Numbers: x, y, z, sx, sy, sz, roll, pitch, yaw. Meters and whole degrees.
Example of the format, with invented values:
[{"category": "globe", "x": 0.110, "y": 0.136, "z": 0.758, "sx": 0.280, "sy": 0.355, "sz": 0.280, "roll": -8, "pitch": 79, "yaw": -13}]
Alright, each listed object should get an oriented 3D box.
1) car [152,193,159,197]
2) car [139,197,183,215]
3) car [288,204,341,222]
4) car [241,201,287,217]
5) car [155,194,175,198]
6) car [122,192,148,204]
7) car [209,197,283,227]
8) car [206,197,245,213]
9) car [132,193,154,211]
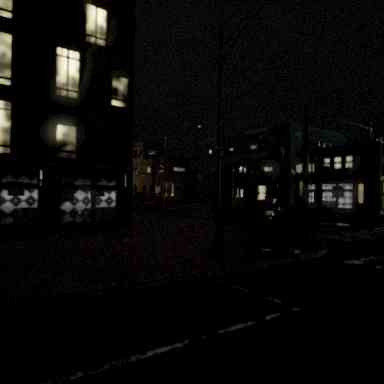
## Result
[{"category": "car", "x": -6.178, "y": 1.094, "z": 50.451, "sx": 2.192, "sy": 1.841, "sz": 5.009, "roll": 2, "pitch": -1, "yaw": -36}, {"category": "car", "x": -3.078, "y": 1.430, "z": 32.081, "sx": 1.802, "sy": 1.307, "sz": 4.206, "roll": 2, "pitch": -1, "yaw": -36}, {"category": "car", "x": 10.245, "y": 1.678, "z": 28.112, "sx": 1.887, "sy": 1.381, "sz": 4.507, "roll": 2, "pitch": -1, "yaw": -36}, {"category": "car", "x": 6.958, "y": 1.645, "z": 32.578, "sx": 1.802, "sy": 1.307, "sz": 4.206, "roll": 2, "pitch": -1, "yaw": -36}, {"category": "car", "x": -2.900, "y": 1.402, "z": 45.982, "sx": 2.008, "sy": 1.369, "sz": 4.403, "roll": 2, "pitch": -1, "yaw": -36}, {"category": "car", "x": -9.465, "y": 1.020, "z": 54.921, "sx": 2.192, "sy": 1.841, "sz": 5.009, "roll": 2, "pitch": 0, "yaw": -36}, {"category": "car", "x": 3.504, "y": 1.302, "z": 23.148, "sx": 2.192, "sy": 1.841, "sz": 5.009, "roll": 2, "pitch": -1, "yaw": -36}, {"category": "car", "x": 3.675, "y": 1.434, "z": 37.049, "sx": 1.967, "sy": 1.590, "sz": 4.097, "roll": 2, "pitch": -1, "yaw": -36}, {"category": "car", "x": -6.359, "y": 1.218, "z": 36.549, "sx": 1.967, "sy": 1.590, "sz": 4.097, "roll": 2, "pitch": -1, "yaw": -36}]
